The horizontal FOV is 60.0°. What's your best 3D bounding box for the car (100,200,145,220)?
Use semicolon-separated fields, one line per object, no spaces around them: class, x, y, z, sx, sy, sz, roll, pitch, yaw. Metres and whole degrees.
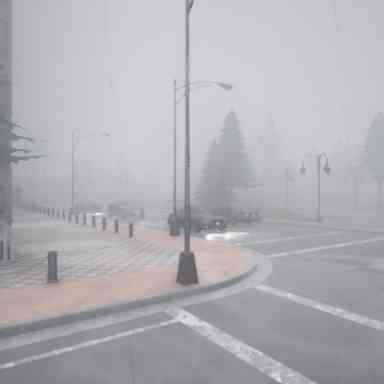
car;-5.710;1.478;28.327;2.128;1.511;4.902;0;0;-35

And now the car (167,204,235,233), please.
car;0.256;1.550;19.763;1.994;1.385;4.181;0;0;-35

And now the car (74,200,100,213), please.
car;-11.441;1.550;36.552;1.994;1.385;4.181;0;0;-35

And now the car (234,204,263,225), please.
car;2.457;1.534;23.294;2.033;1.411;5.357;0;0;-36
